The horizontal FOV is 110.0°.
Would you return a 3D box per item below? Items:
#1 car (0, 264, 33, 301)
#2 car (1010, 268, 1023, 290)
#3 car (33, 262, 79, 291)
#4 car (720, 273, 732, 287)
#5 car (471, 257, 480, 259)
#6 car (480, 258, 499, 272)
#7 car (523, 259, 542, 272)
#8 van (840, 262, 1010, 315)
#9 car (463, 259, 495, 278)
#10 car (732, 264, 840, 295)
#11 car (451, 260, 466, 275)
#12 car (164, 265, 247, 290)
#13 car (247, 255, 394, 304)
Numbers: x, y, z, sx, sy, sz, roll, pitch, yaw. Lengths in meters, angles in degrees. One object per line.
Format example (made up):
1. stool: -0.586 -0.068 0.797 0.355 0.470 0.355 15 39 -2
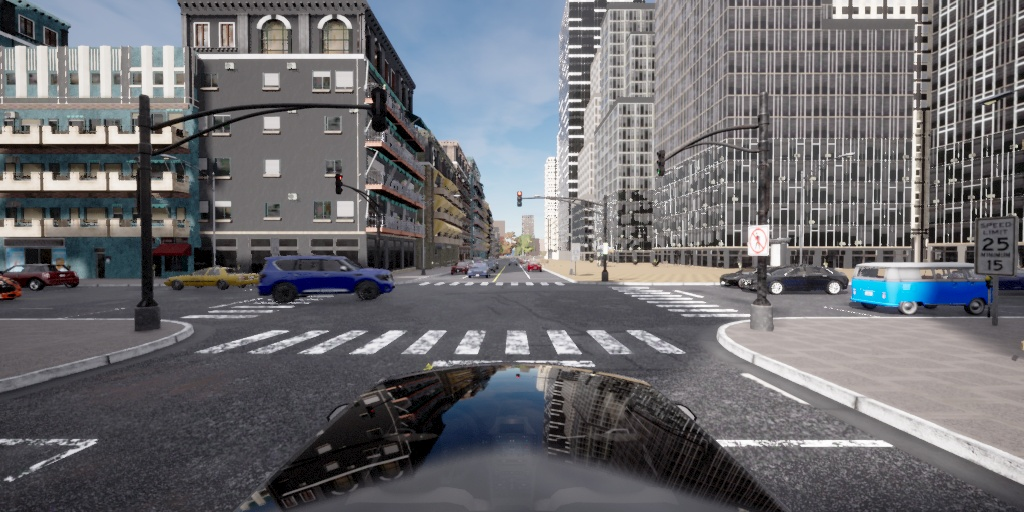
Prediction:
1. car: -24.610 1.177 15.568 4.553 1.767 2.097 0 1 0
2. car: 24.713 1.196 18.703 4.674 1.442 1.812 0 1 0
3. car: -28.724 1.190 21.376 4.097 1.591 1.967 0 0 0
4. car: 14.732 1.216 21.319 4.313 1.339 1.948 0 0 0
5. car: -5.565 1.184 45.058 1.967 1.591 4.097 0 0 0
6. car: -2.975 1.309 43.991 1.994 1.385 4.181 0 0 0
7. car: 2.783 1.290 45.091 1.888 1.381 4.507 0 0 0
8. van: 14.721 1.117 12.939 3.998 1.789 1.690 0 0 0
9. car: -3.006 1.292 33.958 2.033 1.411 5.357 0 0 0
10. car: 14.641 1.194 18.718 4.892 1.490 1.837 0 1 0
11. car: -5.581 1.290 39.409 1.888 1.381 4.507 0 0 0
12. car: -17.826 1.247 21.362 4.829 1.417 1.751 0 0 0
13. car: -8.332 0.996 16.430 5.566 2.045 2.150 -1 1 -12
